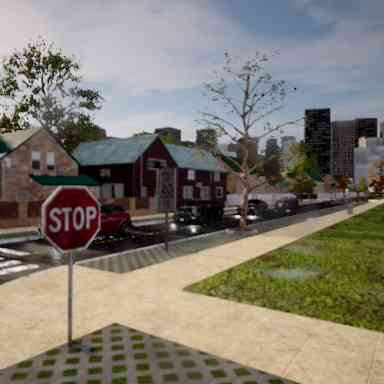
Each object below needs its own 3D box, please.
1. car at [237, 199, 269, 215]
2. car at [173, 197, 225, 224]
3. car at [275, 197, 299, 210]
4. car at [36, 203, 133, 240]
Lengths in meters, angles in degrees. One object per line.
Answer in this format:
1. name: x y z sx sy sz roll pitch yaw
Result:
1. car: 6.077 1.425 32.781 1.812 1.442 4.674 0 0 34
2. car: 0.564 1.301 24.558 2.097 1.767 4.553 0 0 34
3. car: 11.829 1.340 41.325 2.128 1.511 4.902 0 1 34
4. car: -5.100 1.351 16.200 2.097 1.767 4.553 0 1 36
